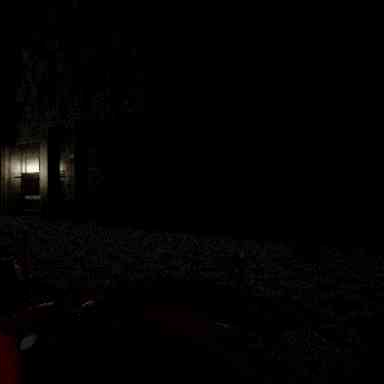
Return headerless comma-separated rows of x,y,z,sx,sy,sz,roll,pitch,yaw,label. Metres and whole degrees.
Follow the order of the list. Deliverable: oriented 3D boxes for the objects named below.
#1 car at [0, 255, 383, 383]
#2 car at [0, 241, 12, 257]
-0.405,1.544,3.136,4.507,1.381,1.887,0,0,36,car
-4.995,1.438,6.411,4.097,1.590,1.967,0,0,36,car
